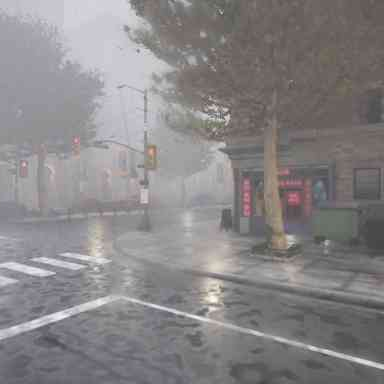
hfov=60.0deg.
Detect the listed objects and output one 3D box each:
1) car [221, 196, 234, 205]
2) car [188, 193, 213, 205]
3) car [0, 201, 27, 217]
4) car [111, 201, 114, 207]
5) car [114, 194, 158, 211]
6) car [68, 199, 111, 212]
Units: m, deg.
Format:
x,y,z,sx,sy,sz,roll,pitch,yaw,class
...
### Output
x,y,z,sx,sy,sz,roll,pitch,yaw,class
7.058,1.525,60.362,1.812,1.442,4.674,0,0,36,car
1.650,1.224,58.915,2.150,2.045,5.566,0,0,36,car
-16.410,1.505,27.718,1.837,1.490,4.892,0,0,33,car
-10.209,1.595,47.930,1.895,1.301,4.718,0,0,36,car
-6.590,1.221,41.585,2.150,2.045,5.566,0,0,36,car
-12.377,1.525,39.514,1.812,1.442,4.674,0,0,36,car
